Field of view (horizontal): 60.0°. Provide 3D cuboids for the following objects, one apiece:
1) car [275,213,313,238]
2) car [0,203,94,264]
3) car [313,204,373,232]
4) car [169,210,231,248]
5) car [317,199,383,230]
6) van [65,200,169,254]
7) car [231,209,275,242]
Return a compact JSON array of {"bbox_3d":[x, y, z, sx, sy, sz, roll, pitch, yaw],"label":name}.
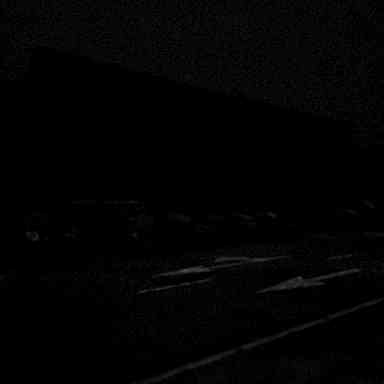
[{"bbox_3d":[3.997,1.687,18.742,4.674,1.452,2.002,-1,-2,36],"label":"car"},{"bbox_3d":[-5.979,1.380,11.910,4.553,1.767,2.185,-1,-2,35],"label":"car"},{"bbox_3d":[9.033,1.757,22.072,4.674,1.452,2.002,-1,-1,37],"label":"car"},{"bbox_3d":[-1.003,1.577,15.350,4.892,1.521,2.231,-1,-2,35],"label":"car"},{"bbox_3d":[11.594,1.501,23.716,5.566,2.045,2.435,-1,-2,37],"label":"car"},{"bbox_3d":[-3.385,1.314,13.564,4.442,1.987,1.878,-1,-2,35],"label":"van"},{"bbox_3d":[1.495,1.651,17.043,4.674,1.452,2.002,-1,-1,36],"label":"car"}]
